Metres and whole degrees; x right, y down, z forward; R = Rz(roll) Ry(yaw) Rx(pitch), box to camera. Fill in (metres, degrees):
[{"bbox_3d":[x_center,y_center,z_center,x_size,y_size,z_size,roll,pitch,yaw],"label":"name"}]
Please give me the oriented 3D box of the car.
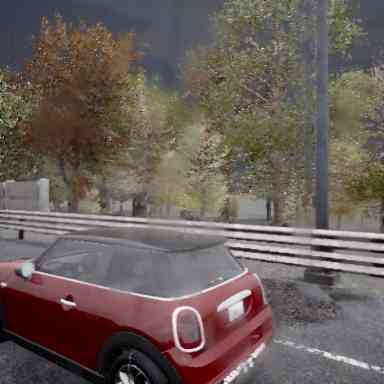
[{"bbox_3d":[-1.240,1.304,4.843,4.553,1.767,2.097,0,0,36],"label":"car"}]
